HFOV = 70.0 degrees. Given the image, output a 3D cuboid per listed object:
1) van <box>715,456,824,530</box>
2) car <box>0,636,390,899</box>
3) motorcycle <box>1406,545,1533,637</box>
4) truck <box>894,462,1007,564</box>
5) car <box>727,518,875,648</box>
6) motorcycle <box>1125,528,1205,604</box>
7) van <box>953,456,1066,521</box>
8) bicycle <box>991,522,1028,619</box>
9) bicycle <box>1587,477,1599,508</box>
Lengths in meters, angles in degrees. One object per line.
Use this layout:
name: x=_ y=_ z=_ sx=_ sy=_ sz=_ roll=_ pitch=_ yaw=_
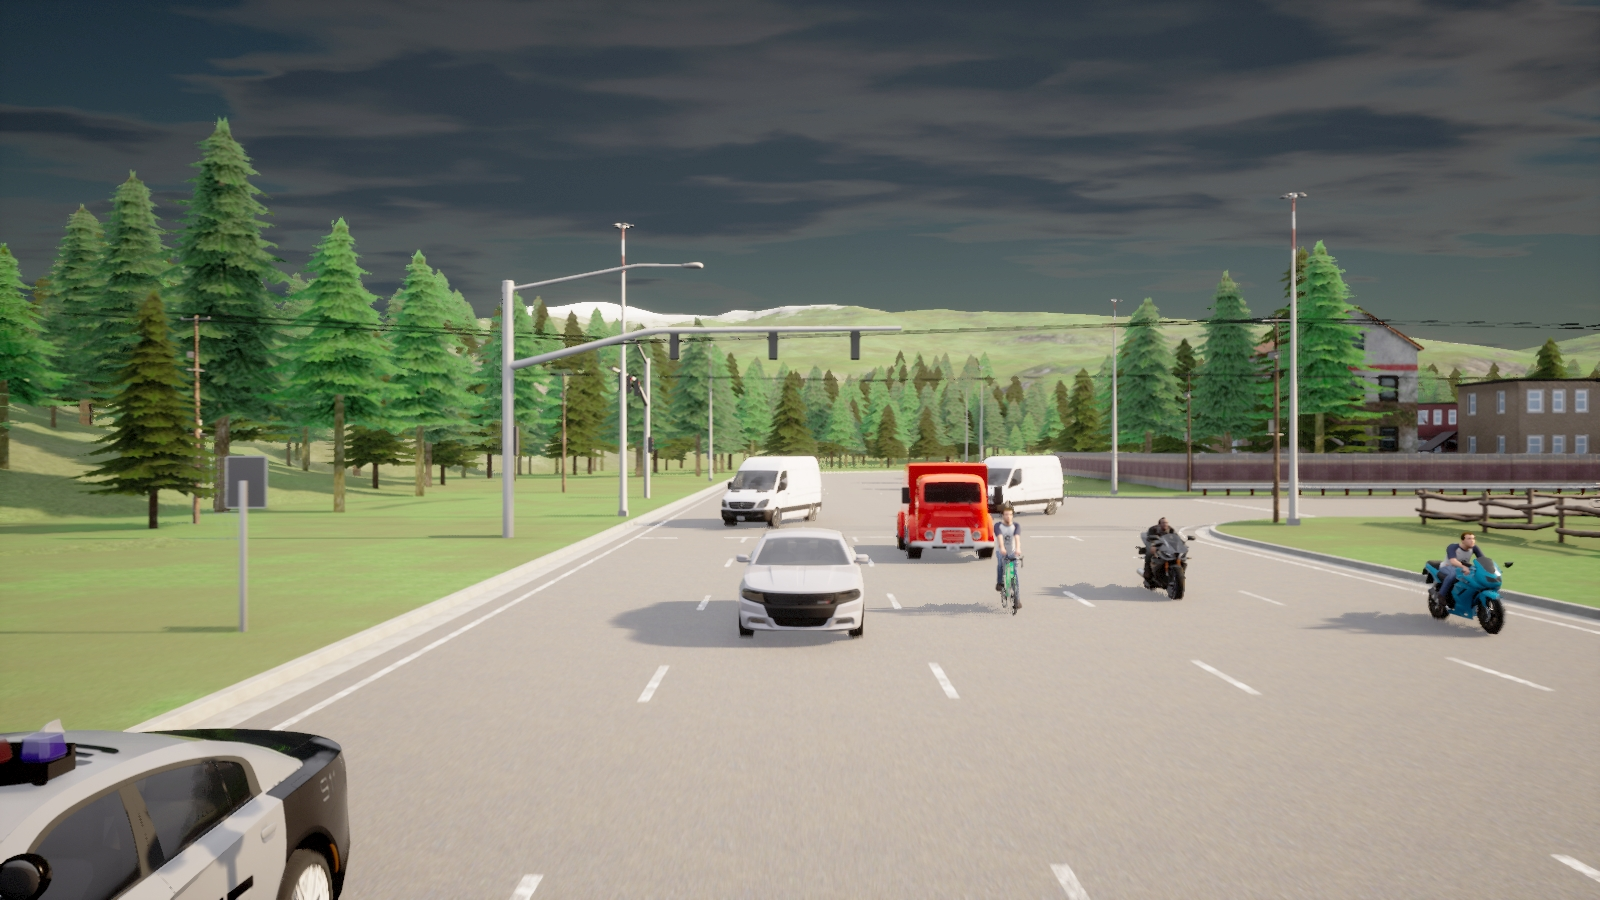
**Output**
van: x=-1.032 y=1.534 z=43.126 sx=1.988 sy=2.561 sz=5.915 roll=0 pitch=0 yaw=21
car: x=-3.609 y=1.982 z=4.512 sx=2.097 sy=1.638 sz=5.238 roll=0 pitch=0 yaw=0
motorcycle: x=10.509 y=2.186 z=18.031 sx=0.803 sy=1.199 sz=2.033 roll=0 pitch=0 yaw=0
truck: x=3.902 y=1.568 z=30.618 sx=2.627 sy=2.467 sz=5.204 roll=0 pitch=0 yaw=3
car: x=0.044 y=2.034 z=18.655 sx=2.097 sy=1.535 sz=5.006 roll=0 pitch=0 yaw=1
motorcycle: x=7.024 y=2.205 z=22.121 sx=0.867 sy=1.251 sz=2.209 roll=0 pitch=0 yaw=1
van: x=8.938 y=1.534 z=48.255 sx=1.988 sy=2.561 sz=5.915 roll=-1 pitch=0 yaw=41
bicycle: x=3.612 y=2.056 z=19.770 sx=0.373 sy=1.496 sz=1.643 roll=0 pitch=0 yaw=2
bicycle: x=39.054 y=2.056 z=55.342 sx=1.643 sy=1.496 sz=0.373 roll=0 pitch=0 yaw=0
